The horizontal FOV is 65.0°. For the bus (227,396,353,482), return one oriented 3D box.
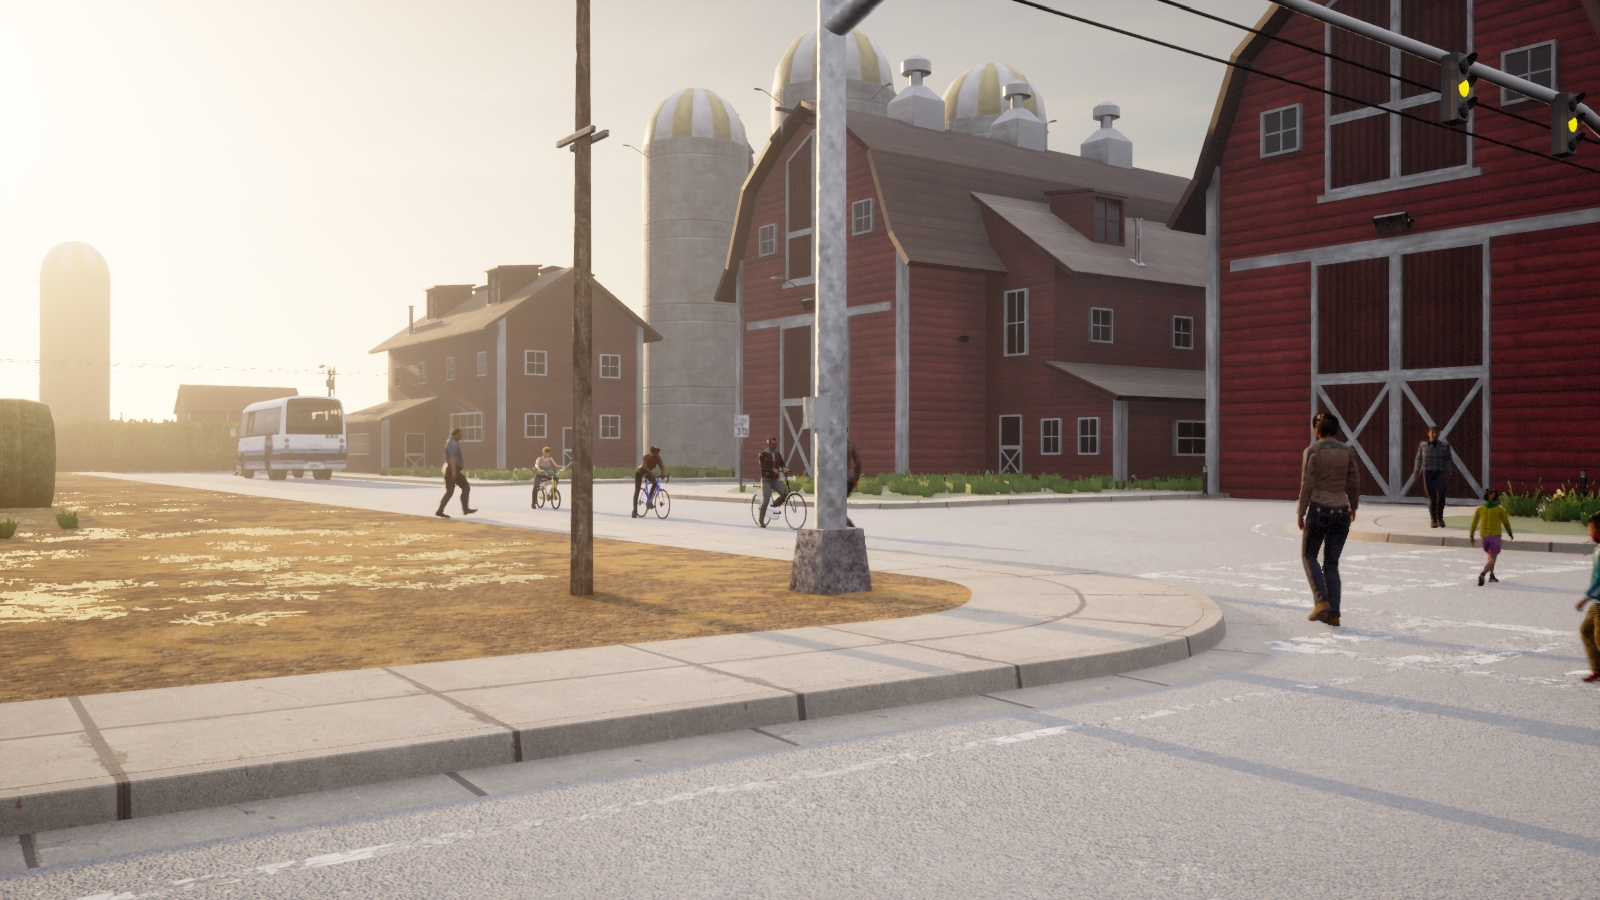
[{"bbox_3d":[-27.600,-0.435,67.595,3.944,4.253,10.273,0,-1,-36],"label":"bus"}]

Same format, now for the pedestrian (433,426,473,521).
[{"bbox_3d":[-6.856,0.455,24.790,0.694,1.848,0.540,0,0,-22],"label":"pedestrian"}]

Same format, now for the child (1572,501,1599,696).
[{"bbox_3d":[5.106,0.922,7.790,0.343,1.192,0.448,0,0,-40],"label":"child"}]

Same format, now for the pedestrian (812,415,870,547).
[{"bbox_3d":[0.569,0.422,17.639,0.328,1.805,0.869,0,0,-39],"label":"pedestrian"}]

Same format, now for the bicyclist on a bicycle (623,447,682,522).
[{"bbox_3d":[-3.312,0.747,28.056,0.582,1.620,1.656,0,0,-36],"label":"bicyclist on a bicycle"}]

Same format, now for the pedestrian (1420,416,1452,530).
[{"bbox_3d":[11.132,0.396,21.982,0.423,1.949,0.788,0,0,21],"label":"pedestrian"}]

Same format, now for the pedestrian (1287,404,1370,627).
[{"bbox_3d":[4.441,0.529,10.592,0.328,1.805,0.869,0,0,0],"label":"pedestrian"}]

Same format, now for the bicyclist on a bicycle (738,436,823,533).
[{"bbox_3d":[-0.399,0.641,24.027,0.659,1.776,1.843,-1,0,-36],"label":"bicyclist on a bicycle"}]

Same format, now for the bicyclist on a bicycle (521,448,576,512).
[{"bbox_3d":[-6.515,0.748,32.483,0.866,1.612,1.509,0,0,-36],"label":"bicyclist on a bicycle"}]

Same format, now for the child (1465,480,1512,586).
[{"bbox_3d":[7.737,0.918,14.117,0.473,1.160,0.299,0,0,-38],"label":"child"}]
